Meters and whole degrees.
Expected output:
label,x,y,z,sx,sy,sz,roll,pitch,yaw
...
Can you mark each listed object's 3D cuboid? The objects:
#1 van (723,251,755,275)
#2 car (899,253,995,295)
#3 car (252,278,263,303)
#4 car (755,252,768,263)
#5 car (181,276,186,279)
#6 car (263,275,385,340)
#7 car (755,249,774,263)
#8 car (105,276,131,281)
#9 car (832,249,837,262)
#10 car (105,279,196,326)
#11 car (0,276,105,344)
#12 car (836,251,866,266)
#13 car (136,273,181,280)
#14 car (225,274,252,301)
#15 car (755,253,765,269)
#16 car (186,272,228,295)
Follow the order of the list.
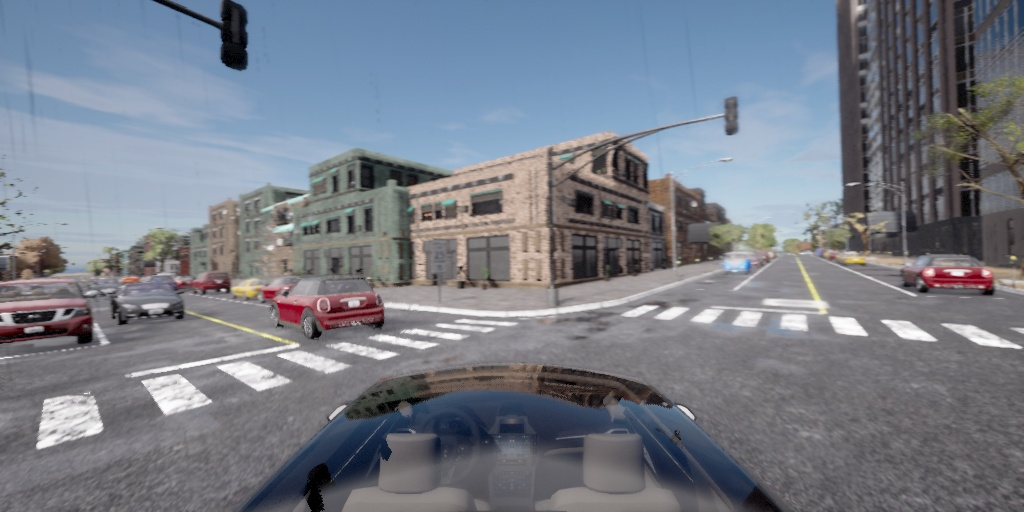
label,x,y,z,sx,sy,sz,roll,pitch,yaw
van,18.269,0.565,28.986,1.690,1.789,3.998,0,0,38
car,18.052,0.661,15.092,1.967,1.591,4.097,0,0,38
car,-12.829,1.873,20.443,4.097,1.591,1.967,0,0,39
car,28.485,0.495,42.071,1.948,1.339,4.313,0,0,38
car,-34.455,2.793,37.796,4.097,1.591,1.967,0,0,39
car,-6.032,1.433,11.520,4.553,1.767,2.097,-2,-1,42
car,35.295,0.047,50.794,2.192,1.841,5.009,0,0,38
car,-33.755,2.678,29.866,4.902,1.511,2.128,-3,-1,39
car,38.590,0.156,41.399,1.751,1.417,4.829,0,0,38
car,-15.181,1.886,14.898,4.902,1.511,2.128,-2,-1,39
car,-13.747,1.587,10.435,5.009,1.841,2.192,0,0,39
car,35.184,0.254,37.037,1.751,1.417,4.829,0,0,38
car,-31.939,2.535,32.383,4.553,1.767,2.097,-2,-1,39
car,-17.287,2.143,24.020,4.829,1.417,1.751,0,0,39
car,25.080,0.609,37.709,1.802,1.307,4.207,0,0,38
car,-25.805,2.300,30.854,5.009,1.841,2.192,0,0,39
